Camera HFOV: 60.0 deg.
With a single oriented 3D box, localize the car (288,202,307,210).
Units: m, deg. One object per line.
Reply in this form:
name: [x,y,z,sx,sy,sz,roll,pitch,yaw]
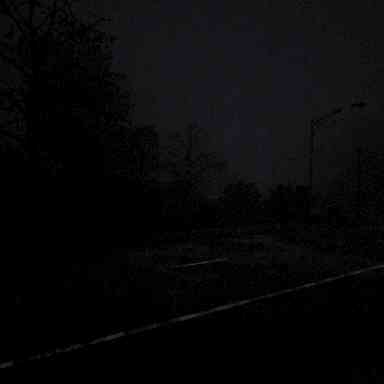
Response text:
car: [14.778,2.219,48.475,2.128,1.511,4.902,3,0,-19]
